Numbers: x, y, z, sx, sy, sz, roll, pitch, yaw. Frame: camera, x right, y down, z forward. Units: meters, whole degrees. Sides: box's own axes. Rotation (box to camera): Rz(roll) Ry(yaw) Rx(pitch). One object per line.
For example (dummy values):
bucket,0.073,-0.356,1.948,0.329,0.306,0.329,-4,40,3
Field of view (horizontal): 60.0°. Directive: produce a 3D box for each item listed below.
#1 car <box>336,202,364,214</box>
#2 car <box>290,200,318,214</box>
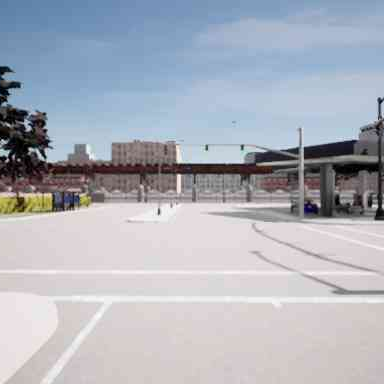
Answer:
car,18.959,1.905,40.137,1.970,1.475,3.806,0,-1,0
car,13.214,1.735,39.377,2.242,1.667,4.611,0,-1,0
